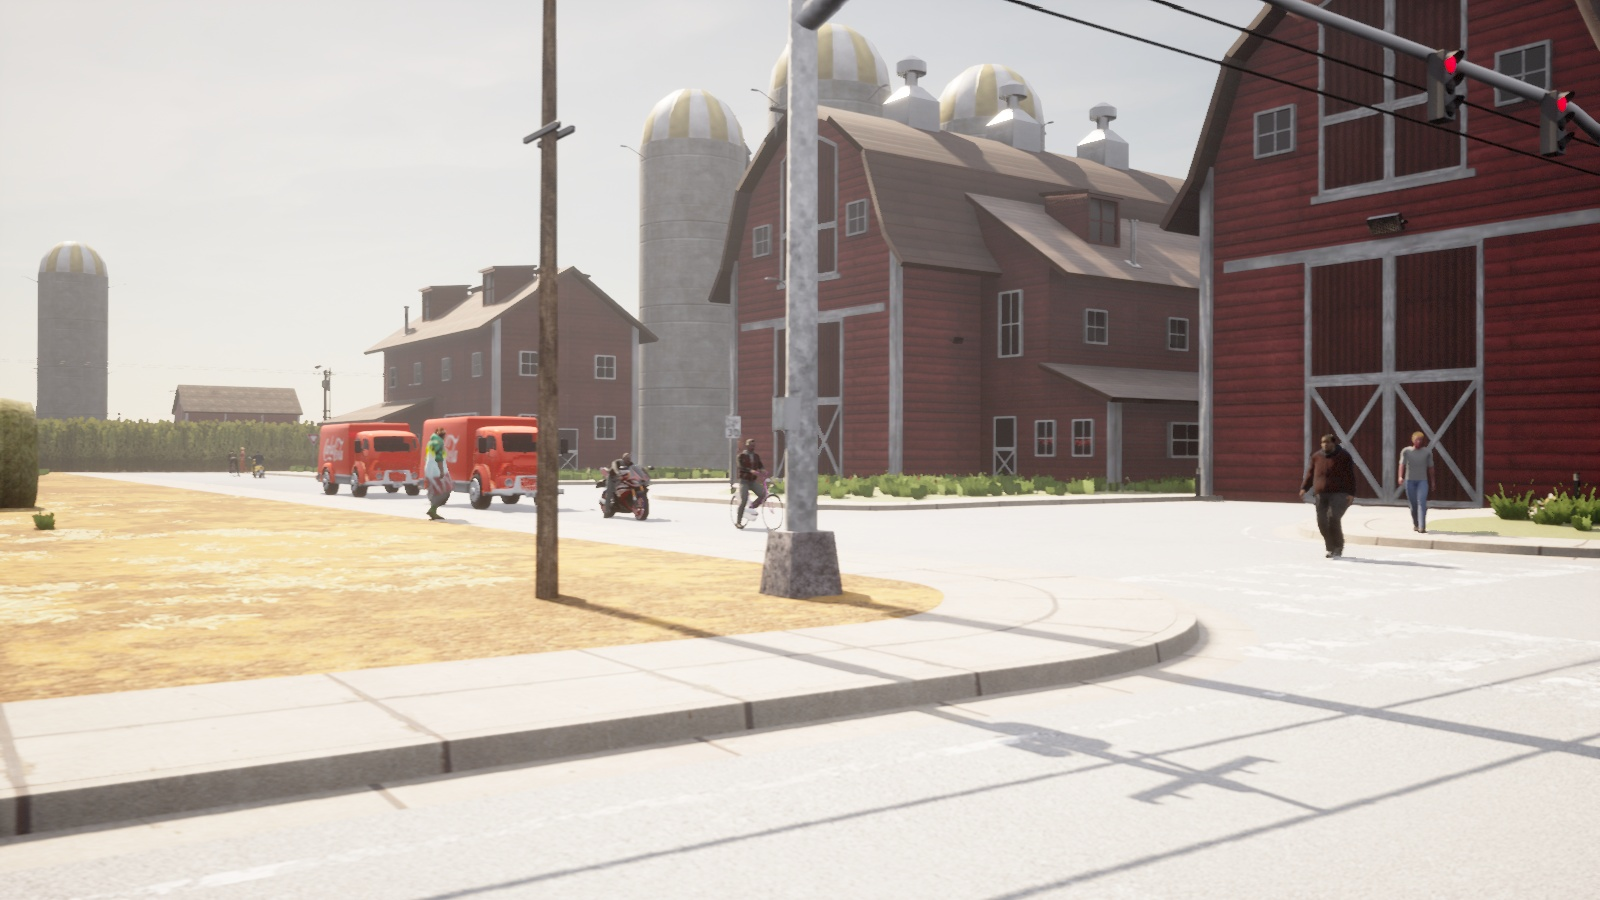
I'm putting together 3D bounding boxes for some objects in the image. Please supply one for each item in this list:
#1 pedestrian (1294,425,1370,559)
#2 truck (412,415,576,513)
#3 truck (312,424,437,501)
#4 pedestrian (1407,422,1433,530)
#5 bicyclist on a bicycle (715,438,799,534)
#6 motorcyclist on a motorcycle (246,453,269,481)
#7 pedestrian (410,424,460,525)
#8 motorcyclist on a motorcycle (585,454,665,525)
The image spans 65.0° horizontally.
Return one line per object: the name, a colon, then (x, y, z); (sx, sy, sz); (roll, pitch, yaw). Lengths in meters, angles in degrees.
pedestrian: (7.554, 0.581, 17.824); (0.899, 1.844, 0.634); (0, 0, -39)
truck: (-8.520, 0.360, 34.637); (2.627, 2.467, 5.204); (0, 0, -36)
truck: (-14.705, 0.375, 43.182); (2.627, 2.467, 5.204); (-1, 1, -36)
pedestrian: (10.678, 0.443, 21.633); (0.354, 1.836, 0.706); (0, 0, 22)
bicyclist on a bicycle: (-0.843, 0.670, 24.019); (0.659, 1.776, 1.843); (0, -1, -36)
motorcyclist on a motorcycle: (-30.970, 0.944, 71.658); (0.866, 1.590, 1.817); (0, 0, -36)
pedestrian: (-7.149, 0.472, 24.585); (0.873, 1.952, 0.659); (0, 0, -24)
motorcyclist on a motorcycle: (-3.977, 0.857, 28.355); (0.866, 1.530, 2.191); (0, 0, -36)
